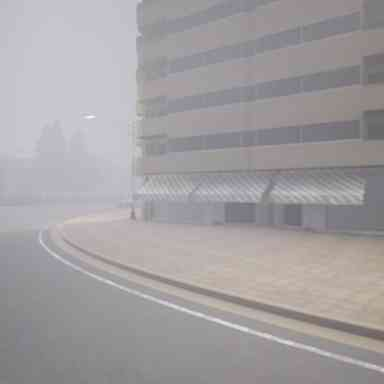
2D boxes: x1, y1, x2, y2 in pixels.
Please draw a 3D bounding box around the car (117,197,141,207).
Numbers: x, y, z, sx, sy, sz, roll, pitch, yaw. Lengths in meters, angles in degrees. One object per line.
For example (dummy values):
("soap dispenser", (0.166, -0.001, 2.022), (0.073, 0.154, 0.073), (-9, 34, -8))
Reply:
("car", (-9.293, 1.531, 50.678), (1.812, 1.442, 4.674), (0, 0, 33))
